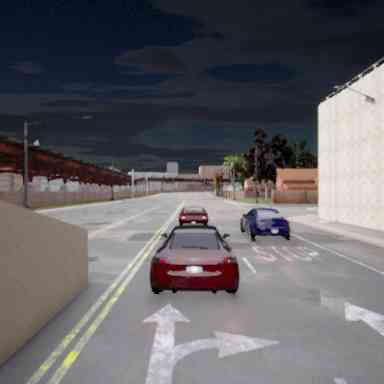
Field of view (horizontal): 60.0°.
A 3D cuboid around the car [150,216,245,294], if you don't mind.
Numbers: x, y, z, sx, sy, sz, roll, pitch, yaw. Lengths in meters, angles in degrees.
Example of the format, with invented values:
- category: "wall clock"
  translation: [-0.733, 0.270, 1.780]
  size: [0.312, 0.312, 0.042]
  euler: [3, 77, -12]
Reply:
- category: "car"
  translation: [0.089, 1.559, 8.807]
  size: [1.994, 1.385, 4.181]
  euler: [0, 0, 1]

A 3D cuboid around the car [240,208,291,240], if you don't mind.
- category: "car"
  translation: [3.600, 1.518, 16.760]
  size: [1.812, 1.442, 4.674]
  euler: [0, 0, 0]

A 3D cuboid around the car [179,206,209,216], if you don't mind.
- category: "car"
  translation: [0.099, 1.591, 22.394]
  size: [1.895, 1.301, 4.718]
  euler: [0, 0, 0]
